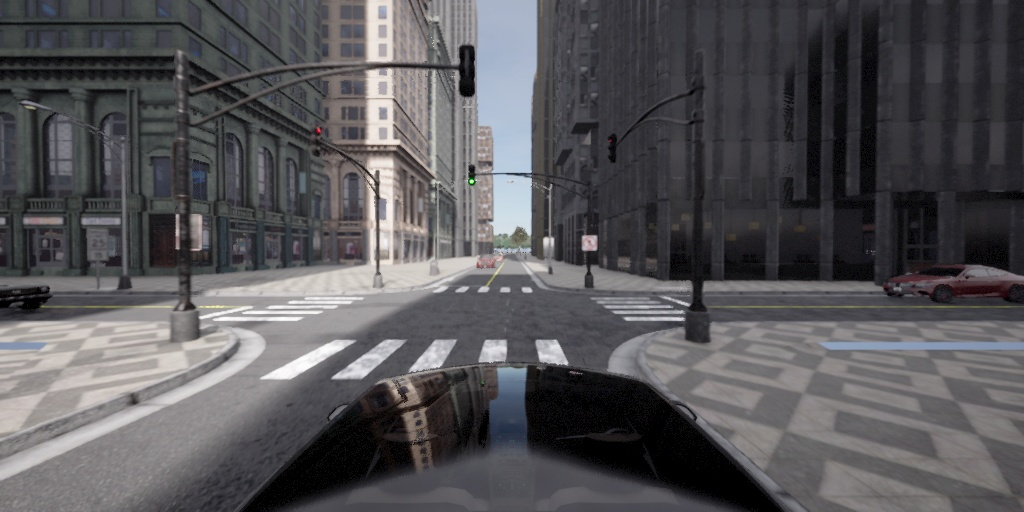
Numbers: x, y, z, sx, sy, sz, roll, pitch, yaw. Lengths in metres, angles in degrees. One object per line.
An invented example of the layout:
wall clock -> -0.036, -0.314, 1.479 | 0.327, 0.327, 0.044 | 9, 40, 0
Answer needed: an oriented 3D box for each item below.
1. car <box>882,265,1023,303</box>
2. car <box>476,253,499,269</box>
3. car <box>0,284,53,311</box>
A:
car -> 17.943, 1.085, 14.527 | 4.674, 1.442, 1.812 | 0, 1, 0
car -> -2.959, 0.561, 41.738 | 2.097, 1.767, 4.553 | 0, 0, 0
car -> -17.942, 1.221, 11.405 | 4.718, 1.301, 1.895 | 0, 1, 0
